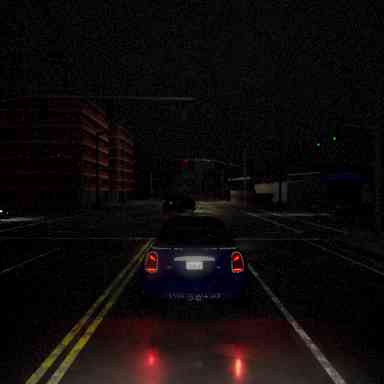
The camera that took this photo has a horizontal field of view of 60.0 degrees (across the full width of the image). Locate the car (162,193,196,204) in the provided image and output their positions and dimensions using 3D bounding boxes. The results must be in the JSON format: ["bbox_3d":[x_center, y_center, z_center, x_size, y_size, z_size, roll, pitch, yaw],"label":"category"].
[{"bbox_3d":[-1.307,1.197,35.559,2.150,2.045,5.566,1,0,18],"label":"car"}]

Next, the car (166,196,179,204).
[{"bbox_3d":[-3.719,1.547,63.783,2.033,1.411,5.357,0,0,0],"label":"car"}]

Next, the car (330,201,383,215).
[{"bbox_3d":[16.379,1.601,33.255,4.718,1.301,1.895,0,0,0],"label":"car"}]

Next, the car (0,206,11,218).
[{"bbox_3d":[-17.471,1.413,27.263,4.892,1.490,1.837,1,0,1],"label":"car"}]

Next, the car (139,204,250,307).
[{"bbox_3d":[0.053,1.352,8.162,2.097,1.767,4.553,0,0,0],"label":"car"}]

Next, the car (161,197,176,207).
[{"bbox_3d":[-3.726,1.547,53.702,2.033,1.411,5.357,0,0,0],"label":"car"}]

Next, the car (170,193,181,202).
[{"bbox_3d":[-3.698,1.225,74.157,2.150,2.045,5.566,0,0,0],"label":"car"}]
